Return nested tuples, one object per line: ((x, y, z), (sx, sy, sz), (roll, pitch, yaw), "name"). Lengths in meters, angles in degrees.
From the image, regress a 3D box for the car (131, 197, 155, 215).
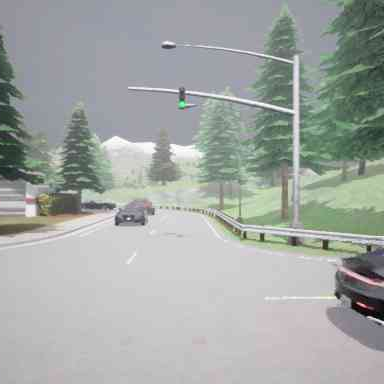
((-5.150, 1.349, 33.471), (2.097, 1.767, 4.553), (0, 0, -20), "car")

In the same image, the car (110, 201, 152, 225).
((-4.225, 1.562, 23.688), (1.994, 1.385, 4.181), (0, 0, -3), "car")

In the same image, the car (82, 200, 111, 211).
((-11.796, 1.603, 41.147), (4.718, 1.301, 1.895), (0, 0, 14), "car")

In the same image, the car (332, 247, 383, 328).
((4.876, 1.555, 5.379), (4.902, 1.511, 2.128), (1, 0, -2), "car")
